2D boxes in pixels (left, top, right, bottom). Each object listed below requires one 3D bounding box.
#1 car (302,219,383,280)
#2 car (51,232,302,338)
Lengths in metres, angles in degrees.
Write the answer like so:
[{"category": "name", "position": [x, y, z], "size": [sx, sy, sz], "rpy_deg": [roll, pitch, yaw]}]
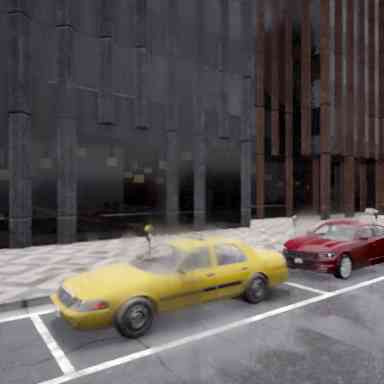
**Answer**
[{"category": "car", "position": [4.601, 1.530, 9.932], "size": [4.507, 1.381, 1.887], "rpy_deg": [0, 0, -36]}, {"category": "car", "position": [-0.127, 1.520, 6.560], "size": [4.829, 1.417, 1.752], "rpy_deg": [0, 0, -36]}]
